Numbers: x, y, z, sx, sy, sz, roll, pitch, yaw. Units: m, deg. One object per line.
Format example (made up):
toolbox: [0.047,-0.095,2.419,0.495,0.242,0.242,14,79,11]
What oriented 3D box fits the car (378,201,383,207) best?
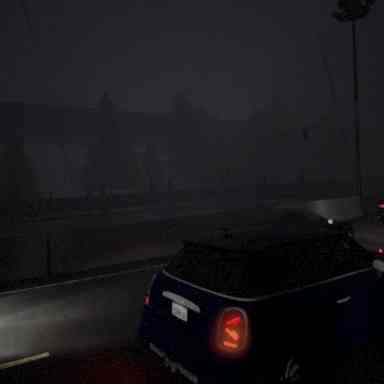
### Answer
car: [10.680,0.694,15.820,4.902,1.511,2.128,-4,3,-36]

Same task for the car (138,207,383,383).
car: [1.586,1.275,4.911,4.553,1.767,2.097,-2,1,-36]

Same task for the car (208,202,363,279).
car: [3.063,1.240,10.300,5.008,1.535,1.882,-3,2,-36]
